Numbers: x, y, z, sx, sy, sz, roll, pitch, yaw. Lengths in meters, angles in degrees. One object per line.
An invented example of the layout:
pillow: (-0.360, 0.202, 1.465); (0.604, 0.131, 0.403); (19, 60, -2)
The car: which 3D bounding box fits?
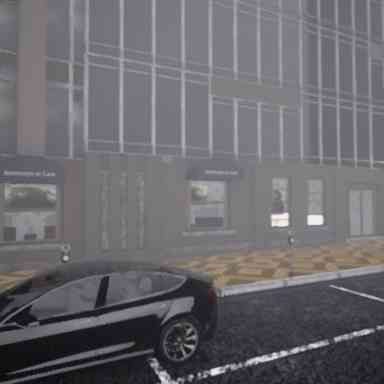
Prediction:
car: (-1.649, 1.719, 4.788); (4.313, 1.339, 1.947); (0, -1, -26)
